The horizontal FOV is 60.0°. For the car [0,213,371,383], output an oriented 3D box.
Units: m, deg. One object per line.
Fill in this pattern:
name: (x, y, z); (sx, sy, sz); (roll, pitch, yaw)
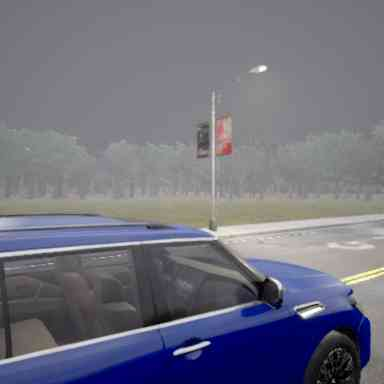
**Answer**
car: (-0.688, 1.221, 2.948); (5.566, 2.045, 2.150); (0, 0, -36)
